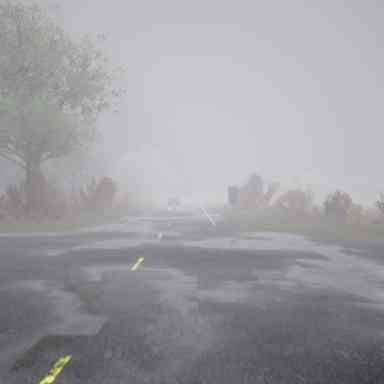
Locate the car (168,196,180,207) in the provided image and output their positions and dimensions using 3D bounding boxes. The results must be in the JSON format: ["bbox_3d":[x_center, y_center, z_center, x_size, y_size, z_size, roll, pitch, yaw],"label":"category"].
[{"bbox_3d":[-3.501,1.832,66.213,2.150,2.045,5.566,0,-1,0],"label":"car"}]
